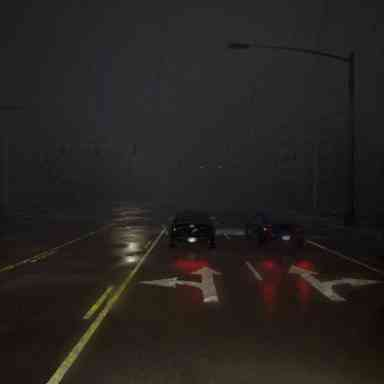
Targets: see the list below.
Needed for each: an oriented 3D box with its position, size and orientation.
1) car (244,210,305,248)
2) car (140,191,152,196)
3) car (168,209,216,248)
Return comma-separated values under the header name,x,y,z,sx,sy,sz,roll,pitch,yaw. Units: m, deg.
name,x,y,z,sx,sy,sz,roll,pitch,yaw
car,3.500,1.525,14.652,1.812,1.442,4.674,0,0,0
car,-12.256,0.413,88.141,1.837,1.490,4.892,-1,1,-29
car,0.000,1.508,14.652,1.837,1.490,4.892,0,0,0
